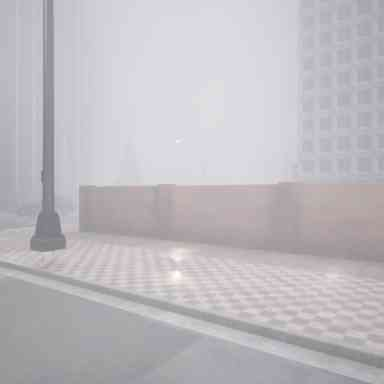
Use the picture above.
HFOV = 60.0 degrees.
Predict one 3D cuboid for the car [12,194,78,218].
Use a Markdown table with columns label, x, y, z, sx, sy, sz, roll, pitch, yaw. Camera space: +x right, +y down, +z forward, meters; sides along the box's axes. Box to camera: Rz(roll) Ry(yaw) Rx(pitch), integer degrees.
| label | x | y | z | sx | sy | sz | roll | pitch | yaw |
| --- | --- | --- | --- | --- | --- | --- | --- | --- | --- |
| car | -13.736 | 1.221 | 31.121 | 2.150 | 2.045 | 5.566 | 0 | 0 | 35 |

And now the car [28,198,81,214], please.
| label | x | y | z | sx | sy | sz | roll | pitch | yaw |
| --- | --- | --- | --- | --- | --- | --- | --- | --- | --- |
| car | -14.696 | 1.478 | 35.842 | 1.882 | 1.535 | 5.008 | 0 | 0 | 35 |
